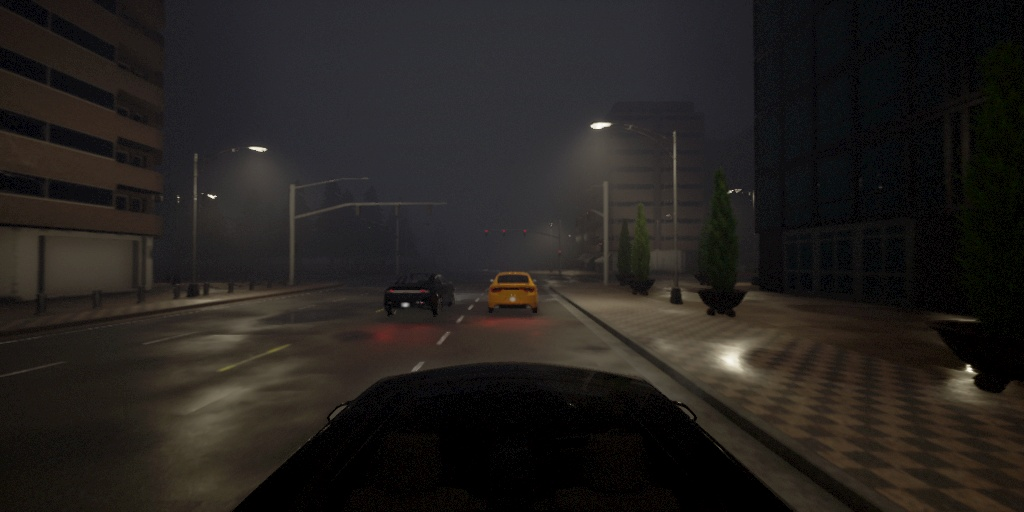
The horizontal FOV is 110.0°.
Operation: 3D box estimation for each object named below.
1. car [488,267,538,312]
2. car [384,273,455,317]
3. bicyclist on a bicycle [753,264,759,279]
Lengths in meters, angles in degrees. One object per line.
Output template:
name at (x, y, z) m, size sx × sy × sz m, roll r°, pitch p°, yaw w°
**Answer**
car at (0.051, 1.417, 15.257) m, size 1.882 × 1.535 × 5.008 m, roll 0°, pitch -1°, yaw 1°
car at (-3.458, 1.416, 14.139) m, size 2.128 × 1.511 × 4.902 m, roll 0°, pitch -1°, yaw 1°
bicyclist on a bicycle at (20.244, 1.492, 29.382) m, size 0.582 × 1.620 × 1.656 m, roll 0°, pitch -1°, yaw 0°
